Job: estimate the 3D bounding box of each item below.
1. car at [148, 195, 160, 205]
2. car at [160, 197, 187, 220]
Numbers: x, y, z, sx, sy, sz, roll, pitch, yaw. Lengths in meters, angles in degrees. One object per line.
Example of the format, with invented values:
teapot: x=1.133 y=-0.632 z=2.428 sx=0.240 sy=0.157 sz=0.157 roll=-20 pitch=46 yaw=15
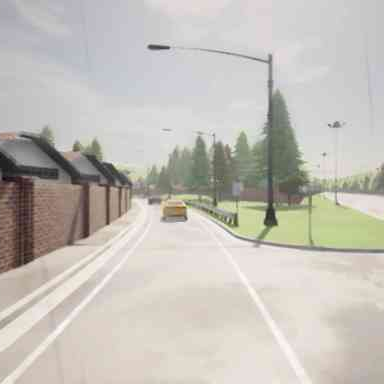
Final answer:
car: x=-6.166 y=1.319 z=55.379 sx=1.837 sy=1.490 sz=4.892 roll=0 pitch=1 yaw=-14
car: x=-1.468 y=1.383 z=27.462 sx=1.882 sy=1.535 sz=5.008 roll=0 pitch=0 yaw=-6
